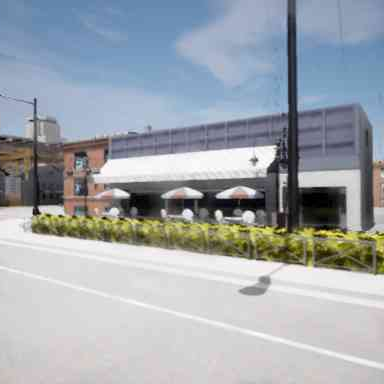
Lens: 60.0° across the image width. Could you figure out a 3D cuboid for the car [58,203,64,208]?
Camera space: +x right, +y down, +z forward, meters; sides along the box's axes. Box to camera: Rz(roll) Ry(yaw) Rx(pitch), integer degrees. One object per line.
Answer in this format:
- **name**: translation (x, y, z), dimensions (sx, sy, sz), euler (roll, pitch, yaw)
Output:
- **car**: translation (-21.783, 2.185, 60.307), dimensions (1.895, 1.301, 4.718), euler (-1, 0, 35)
